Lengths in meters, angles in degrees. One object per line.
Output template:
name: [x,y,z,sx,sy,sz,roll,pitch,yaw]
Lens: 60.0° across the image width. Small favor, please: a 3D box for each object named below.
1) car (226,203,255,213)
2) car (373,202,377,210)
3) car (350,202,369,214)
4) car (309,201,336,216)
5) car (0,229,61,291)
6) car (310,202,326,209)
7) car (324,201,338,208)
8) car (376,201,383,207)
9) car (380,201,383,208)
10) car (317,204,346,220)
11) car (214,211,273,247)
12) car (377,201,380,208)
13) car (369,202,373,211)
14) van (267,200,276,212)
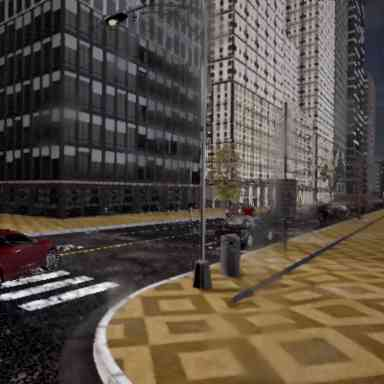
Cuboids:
car: [5.214,1.956,35.832,1.967,1.590,4.097,0,-1,34]
car: [31.145,2.508,59.136,1.967,1.590,4.097,0,-1,34]
car: [24.811,2.481,49.796,1.947,1.339,4.313,0,-1,34]
car: [16.116,2.206,41.683,1.882,1.535,5.008,1,-1,35]
car: [-5.368,1.726,8.976,1.812,1.442,4.674,-1,0,3]
car: [24.210,2.558,63.841,1.802,1.307,4.206,0,-1,34]
car: [30.542,2.694,73.178,1.947,1.339,4.313,0,-1,34]
car: [46.980,2.992,82.483,1.887,1.381,4.507,0,-1,34]
car: [40.646,2.862,73.144,1.947,1.339,4.313,0,-1,34]
car: [15.309,2.251,35.788,1.947,1.339,4.313,0,-1,34]
car: [2.749,1.927,17.039,2.008,1.369,4.403,0,-1,34]
car: [34.311,2.710,63.805,1.947,1.339,4.313,0,-1,34]
car: [27.977,2.574,54.466,1.802,1.307,4.206,0,-1,34]
van: [11.546,2.011,45.170,1.690,1.788,3.998,0,-1,34]
